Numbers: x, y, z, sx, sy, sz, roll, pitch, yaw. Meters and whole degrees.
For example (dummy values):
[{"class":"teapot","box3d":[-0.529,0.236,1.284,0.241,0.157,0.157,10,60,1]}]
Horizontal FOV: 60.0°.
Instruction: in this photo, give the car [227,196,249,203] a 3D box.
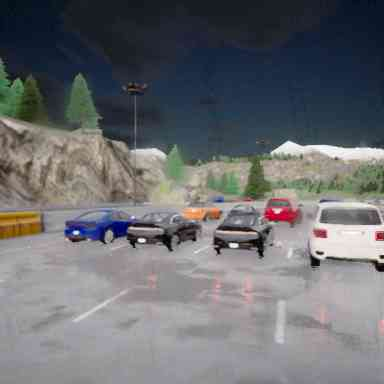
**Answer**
[{"class":"car","box3d":[10.267,1.929,69.350,2.150,2.045,5.566,0,-1,40]}]

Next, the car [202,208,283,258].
[{"class":"car","box3d":[2.278,1.633,13.638,2.128,1.511,4.902,0,0,20]}]

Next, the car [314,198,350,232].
[{"class":"car","box3d":[10.256,1.504,24.067,2.150,2.045,5.566,0,0,25]}]

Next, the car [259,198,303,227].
[{"class":"car","box3d":[7.080,1.501,25.534,2.150,2.045,5.566,0,0,25]}]

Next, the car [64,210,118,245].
[{"class":"car","box3d":[-4.095,1.613,16.561,1.882,1.535,5.008,0,0,21]}]

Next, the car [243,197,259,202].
[{"class":"car","box3d":[12.784,2.291,66.905,1.895,1.301,4.718,0,-1,40]}]

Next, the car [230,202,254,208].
[{"class":"car","box3d":[4.483,1.813,28.155,1.812,1.442,4.674,0,0,26]}]

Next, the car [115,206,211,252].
[{"class":"car","box3d":[-1.039,1.627,14.756,2.128,1.511,4.902,0,0,20]}]

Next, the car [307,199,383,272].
[{"class":"car","box3d":[5.265,1.362,11.658,2.150,2.045,5.566,0,0,20]}]

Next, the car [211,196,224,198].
[{"class":"car","box3d":[5.267,1.950,74.268,2.150,2.045,5.566,0,-1,40]}]

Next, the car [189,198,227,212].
[{"class":"car","box3d":[1.084,1.631,29.168,2.097,1.767,4.553,0,-1,26]}]
